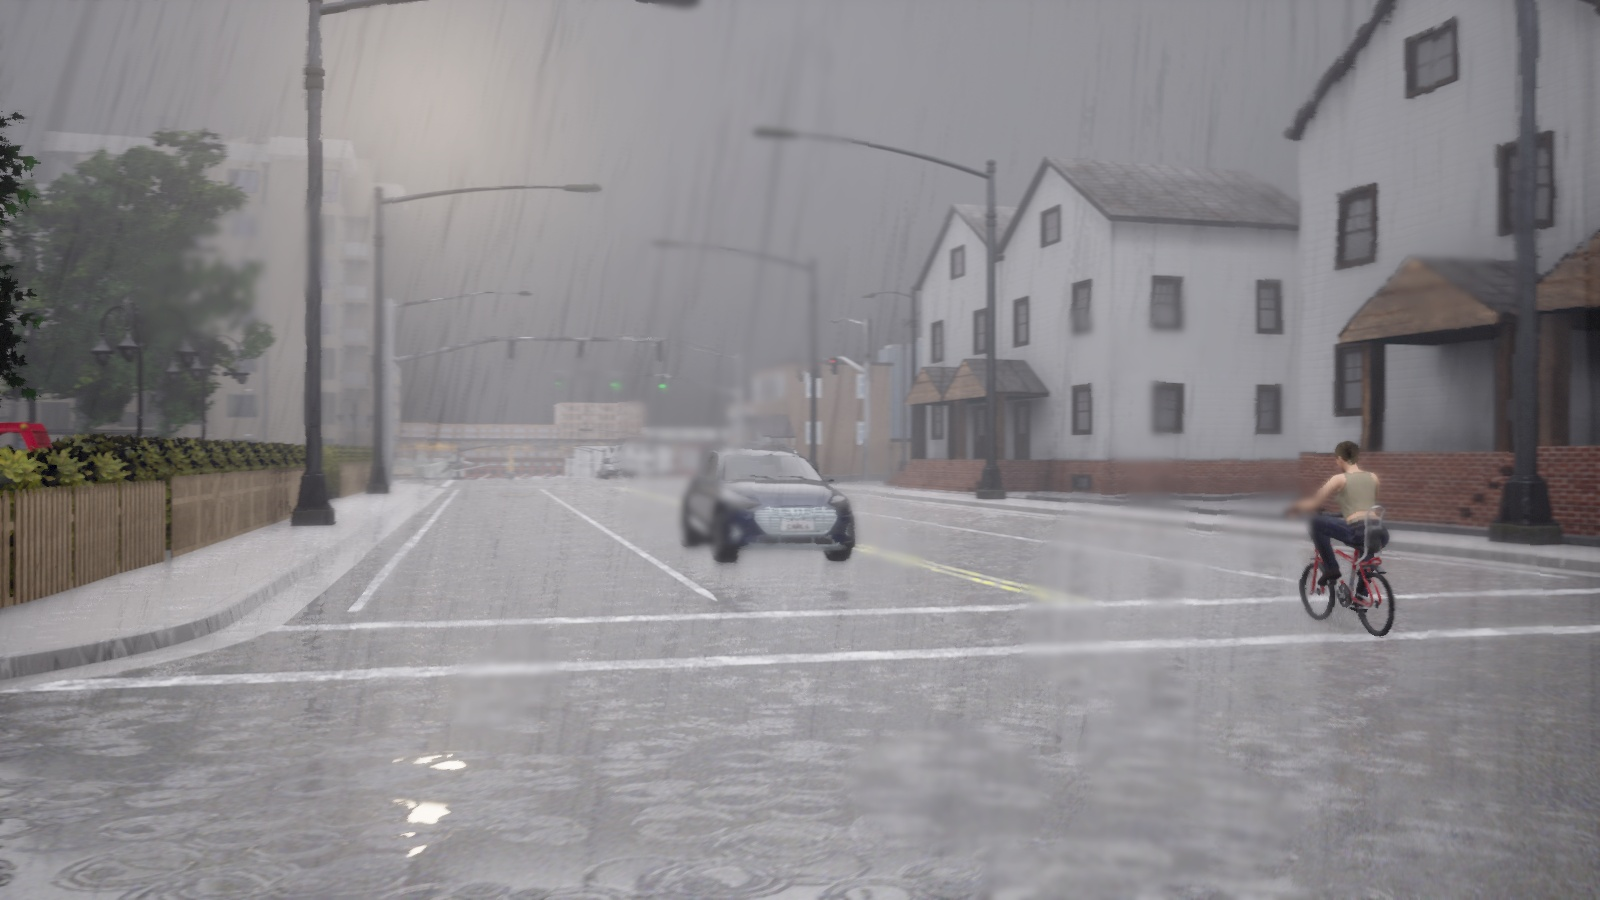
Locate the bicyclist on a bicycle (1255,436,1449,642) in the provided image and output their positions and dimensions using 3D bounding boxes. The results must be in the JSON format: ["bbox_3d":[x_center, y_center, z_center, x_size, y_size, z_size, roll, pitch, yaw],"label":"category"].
[{"bbox_3d":[4.684,0.711,10.779,0.866,1.612,1.509,-2,0,-5],"label":"bicyclist on a bicycle"}]

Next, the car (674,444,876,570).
[{"bbox_3d":[-0.550,0.757,18.993,2.033,1.649,4.856,0,0,-14],"label":"car"}]

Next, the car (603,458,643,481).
[{"bbox_3d":[-10.557,1.125,74.817,1.895,1.301,4.718,-1,0,-14],"label":"car"}]
